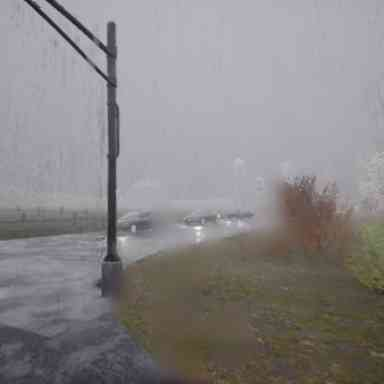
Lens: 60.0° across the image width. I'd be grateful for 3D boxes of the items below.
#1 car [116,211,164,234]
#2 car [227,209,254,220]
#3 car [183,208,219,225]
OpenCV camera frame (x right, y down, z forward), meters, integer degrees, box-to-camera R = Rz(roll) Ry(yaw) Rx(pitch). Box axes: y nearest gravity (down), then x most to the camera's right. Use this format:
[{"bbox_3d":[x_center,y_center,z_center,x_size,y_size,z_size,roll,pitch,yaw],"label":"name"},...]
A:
[{"bbox_3d":[-3.906,2.109,23.654,1.837,1.490,4.892,-1,-2,29],"label":"car"},{"bbox_3d":[6.010,2.765,41.191,1.895,1.301,4.718,-1,-2,30],"label":"car"},{"bbox_3d":[0.956,2.384,32.260,1.837,1.490,4.892,-1,-2,30],"label":"car"}]
